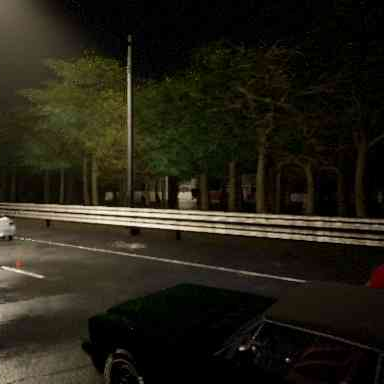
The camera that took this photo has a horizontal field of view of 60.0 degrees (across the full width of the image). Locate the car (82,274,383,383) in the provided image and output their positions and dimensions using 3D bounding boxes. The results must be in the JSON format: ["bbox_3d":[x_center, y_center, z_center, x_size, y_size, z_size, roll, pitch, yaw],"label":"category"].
[{"bbox_3d":[1.091,1.598,3.180,4.718,1.301,1.895,0,0,35],"label":"car"}]

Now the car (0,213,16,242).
[{"bbox_3d":[-9.659,1.478,14.751,4.674,1.442,1.812,0,0,33],"label":"car"}]

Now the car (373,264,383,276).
[{"bbox_3d":[5.065,1.599,4.653,4.718,1.301,1.895,0,0,36],"label":"car"}]
